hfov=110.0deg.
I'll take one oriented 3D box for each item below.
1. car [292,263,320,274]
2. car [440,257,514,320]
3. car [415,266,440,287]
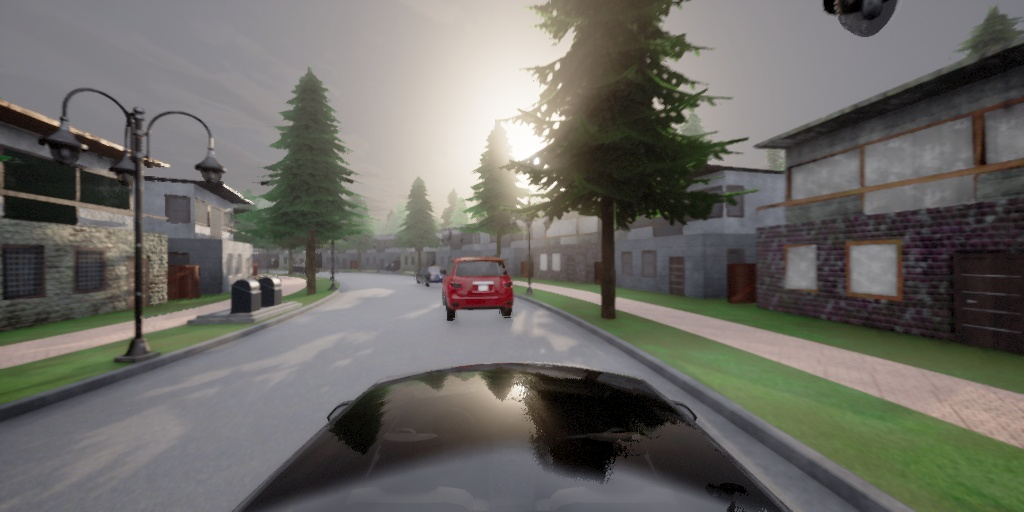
[{"bbox_3d":[-27.861,1.681,48.370,4.892,1.490,1.837,0,-1,37],"label":"car"},{"bbox_3d":[-1.426,1.058,13.350,2.150,2.045,5.566,0,0,-12],"label":"car"},{"bbox_3d":[-5.967,1.493,27.067,2.033,1.411,5.357,0,0,-26],"label":"car"}]
